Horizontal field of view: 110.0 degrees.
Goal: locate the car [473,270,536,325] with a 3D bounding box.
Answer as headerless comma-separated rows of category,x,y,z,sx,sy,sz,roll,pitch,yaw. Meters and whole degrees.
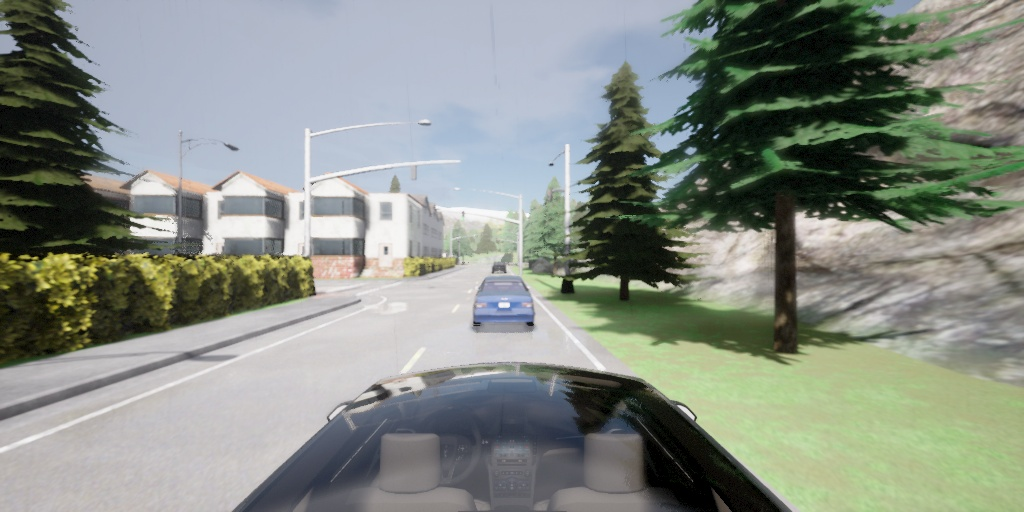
car,-0.292,1.350,11.952,2.033,1.411,5.357,0,0,-2

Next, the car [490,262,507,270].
car,-1.653,1.481,45.655,1.837,1.490,4.892,0,0,-2
